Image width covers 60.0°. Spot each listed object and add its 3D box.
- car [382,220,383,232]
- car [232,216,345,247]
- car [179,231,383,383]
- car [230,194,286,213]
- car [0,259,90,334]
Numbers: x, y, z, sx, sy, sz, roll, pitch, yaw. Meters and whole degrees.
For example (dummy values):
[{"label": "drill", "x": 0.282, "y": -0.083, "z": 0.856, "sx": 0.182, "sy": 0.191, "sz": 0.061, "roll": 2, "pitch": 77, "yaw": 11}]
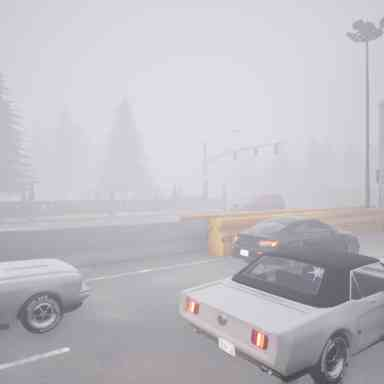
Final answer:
[{"label": "car", "x": 10.695, "y": 1.406, "z": 15.604, "sx": 4.674, "sy": 1.442, "sz": 1.812, "roll": -1, "pitch": 0, "yaw": -36}, {"label": "car", "x": 3.306, "y": 1.473, "z": 10.364, "sx": 4.674, "sy": 1.442, "sz": 1.812, "roll": -1, "pitch": 0, "yaw": -35}, {"label": "car", "x": 2.237, "y": 1.576, "z": 5.323, "sx": 4.718, "sy": 1.301, "sz": 1.895, "roll": -1, "pitch": 0, "yaw": -35}, {"label": "car", "x": 5.893, "y": 1.178, "z": 29.433, "sx": 5.566, "sy": 2.045, "sz": 2.150, "roll": -1, "pitch": 0, "yaw": -35}, {"label": "car", "x": -4.115, "y": 1.601, "z": 5.110, "sx": 4.718, "sy": 1.301, "sz": 1.895, "roll": 0, "pitch": 0, "yaw": -35}]
